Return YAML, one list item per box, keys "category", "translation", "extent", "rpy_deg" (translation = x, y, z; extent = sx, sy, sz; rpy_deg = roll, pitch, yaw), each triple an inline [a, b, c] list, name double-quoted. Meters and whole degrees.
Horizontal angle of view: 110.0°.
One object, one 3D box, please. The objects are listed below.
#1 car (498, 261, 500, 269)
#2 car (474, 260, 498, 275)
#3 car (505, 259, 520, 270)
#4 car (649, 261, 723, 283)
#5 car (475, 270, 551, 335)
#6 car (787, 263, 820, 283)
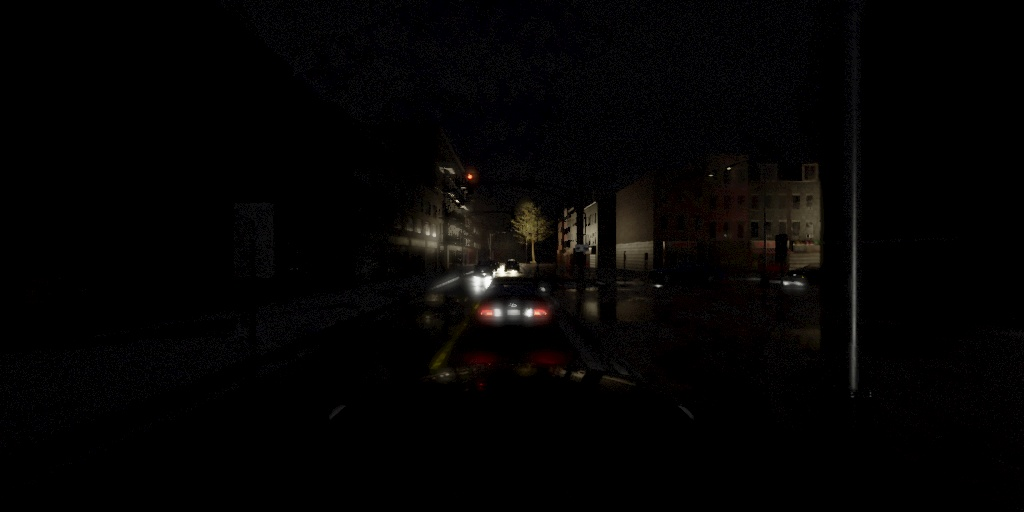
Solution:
- category: "car"
  translation: [-2.930, 1.331, 47.767]
  extent: [1.994, 1.385, 4.181]
  rpy_deg: [0, 0, 0]
- category: "car"
  translation: [-2.908, 1.250, 37.934]
  extent: [2.128, 1.511, 4.902]
  rpy_deg: [0, 0, 0]
- category: "car"
  translation: [0.016, 1.332, 49.052]
  extent: [1.994, 1.385, 4.181]
  rpy_deg: [0, 0, 0]
- category: "car"
  translation: [12.532, 1.150, 26.036]
  extent: [5.008, 1.535, 1.882]
  rpy_deg: [0, 0, 0]
- category: "car"
  translation: [0.048, 1.297, 10.435]
  extent: [2.033, 1.411, 5.357]
  rpy_deg: [0, 0, 0]
- category: "car"
  translation: [22.552, 1.183, 26.082]
  extent: [4.181, 1.385, 1.994]
  rpy_deg: [0, 0, 0]
